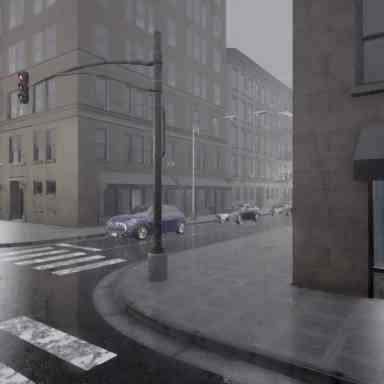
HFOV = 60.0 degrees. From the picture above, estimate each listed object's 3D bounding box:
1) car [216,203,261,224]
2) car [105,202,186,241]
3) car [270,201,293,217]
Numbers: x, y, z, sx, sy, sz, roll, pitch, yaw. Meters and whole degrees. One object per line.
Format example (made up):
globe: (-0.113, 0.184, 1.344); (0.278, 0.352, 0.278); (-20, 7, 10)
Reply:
car: (3.681, 1.629, 25.951); (2.128, 1.511, 4.902); (0, 0, 36)
car: (-2.335, 1.432, 17.538); (2.097, 1.767, 4.553); (0, 0, 36)
car: (9.729, 1.684, 34.450); (2.128, 1.511, 4.902); (0, 0, 35)
